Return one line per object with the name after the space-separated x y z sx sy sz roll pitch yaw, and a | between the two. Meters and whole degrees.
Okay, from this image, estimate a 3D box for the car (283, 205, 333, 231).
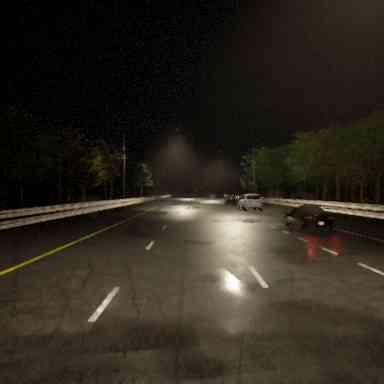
6.997 1.539 20.289 1.812 1.442 4.674 0 0 0 | car

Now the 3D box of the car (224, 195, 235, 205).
7.098 1.403 61.909 2.097 1.767 4.553 0 0 0 | car

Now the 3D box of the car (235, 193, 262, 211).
7.023 1.268 40.290 2.150 2.045 5.566 0 0 0 | car
